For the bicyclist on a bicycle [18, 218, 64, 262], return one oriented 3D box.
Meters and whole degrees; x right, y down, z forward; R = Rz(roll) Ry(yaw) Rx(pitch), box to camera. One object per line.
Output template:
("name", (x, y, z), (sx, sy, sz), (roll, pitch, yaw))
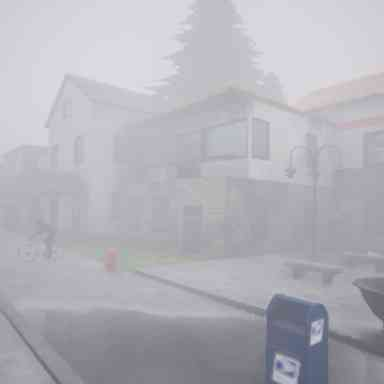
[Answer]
("bicyclist on a bicycle", (-5.646, 1.811, 12.560), (1.656, 1.620, 0.582), (4, -4, -39))
